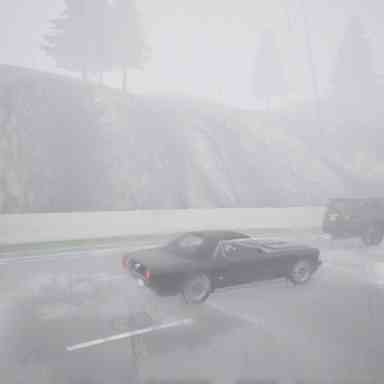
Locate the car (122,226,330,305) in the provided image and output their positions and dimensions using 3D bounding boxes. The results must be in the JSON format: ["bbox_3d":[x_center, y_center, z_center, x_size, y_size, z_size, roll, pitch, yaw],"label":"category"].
[{"bbox_3d":[0.872,1.606,8.014,4.718,1.301,1.895,0,0,-29],"label":"car"}]

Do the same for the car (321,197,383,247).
[{"bbox_3d":[8.653,1.240,15.189,5.566,2.045,2.150,0,0,-17],"label":"car"}]
